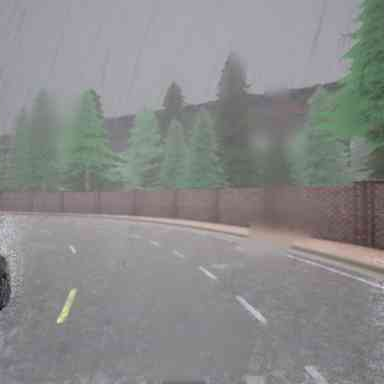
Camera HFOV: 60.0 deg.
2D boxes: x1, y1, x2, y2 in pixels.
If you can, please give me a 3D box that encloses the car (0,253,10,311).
[{"bbox_3d":[-4.298,1.589,5.069,1.812,1.442,4.674,0,0,-12],"label":"car"}]
